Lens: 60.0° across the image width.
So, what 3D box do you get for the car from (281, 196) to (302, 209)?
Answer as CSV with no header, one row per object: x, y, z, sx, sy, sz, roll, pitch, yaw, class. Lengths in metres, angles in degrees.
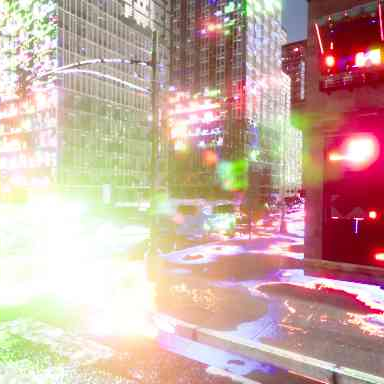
13.041,1.438,44.291,2.033,1.411,5.357,1,1,36,car

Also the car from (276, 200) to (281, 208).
9.910,1.293,44.436,1.967,1.590,4.097,1,1,35,car

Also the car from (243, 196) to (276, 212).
6.852,1.384,35.598,1.882,1.535,5.008,1,1,35,car

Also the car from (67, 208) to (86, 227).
-6.045,1.467,21.839,1.947,1.339,4.313,1,1,35,car

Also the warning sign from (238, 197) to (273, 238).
3.089,1.177,16.116,1.300,1.860,1.060,1,1,35,warning sign

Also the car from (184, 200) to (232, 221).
1.426,1.448,27.927,1.812,1.442,4.674,1,1,35,car

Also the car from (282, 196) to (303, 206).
16.193,1.363,53.338,1.752,1.417,4.829,1,1,35,car

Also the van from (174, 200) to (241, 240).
0.804,1.368,17.003,1.690,1.788,3.998,1,1,35,van

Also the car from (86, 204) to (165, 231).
-3.828,1.540,20.490,1.895,1.301,4.718,1,1,35,car
